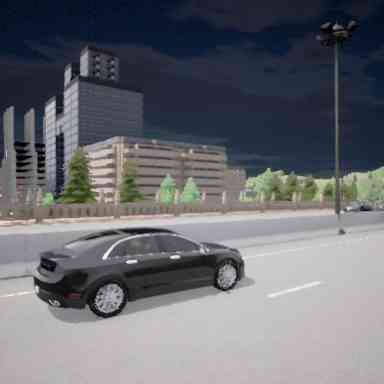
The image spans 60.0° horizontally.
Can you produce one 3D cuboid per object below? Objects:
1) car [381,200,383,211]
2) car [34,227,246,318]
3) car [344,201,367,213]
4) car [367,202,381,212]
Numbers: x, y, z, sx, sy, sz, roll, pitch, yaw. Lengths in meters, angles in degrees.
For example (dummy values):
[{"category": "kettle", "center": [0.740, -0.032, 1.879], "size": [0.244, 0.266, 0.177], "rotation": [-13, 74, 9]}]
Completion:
[{"category": "car", "center": [21.899, 1.565, 33.806], "size": [5.566, 2.045, 2.150], "rotation": [1, -1, -37]}, {"category": "car", "center": [-0.900, 1.565, 7.583], "size": [4.892, 1.490, 1.837], "rotation": [1, -1, -36]}, {"category": "car", "center": [21.070, 1.903, 41.953], "size": [4.902, 1.511, 2.128], "rotation": [1, -1, -37]}, {"category": "car", "center": [23.020, 1.741, 39.041], "size": [4.553, 1.767, 2.097], "rotation": [1, -1, -37]}]
